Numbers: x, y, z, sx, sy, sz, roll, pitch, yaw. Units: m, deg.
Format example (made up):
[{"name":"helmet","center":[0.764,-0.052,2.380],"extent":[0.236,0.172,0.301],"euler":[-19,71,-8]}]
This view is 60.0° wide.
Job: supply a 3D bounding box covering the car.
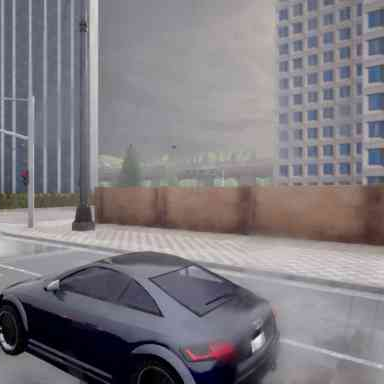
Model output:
[{"name":"car","center":[-0.946,1.564,4.677],"extent":[4.181,1.385,1.994],"euler":[0,0,35]}]
